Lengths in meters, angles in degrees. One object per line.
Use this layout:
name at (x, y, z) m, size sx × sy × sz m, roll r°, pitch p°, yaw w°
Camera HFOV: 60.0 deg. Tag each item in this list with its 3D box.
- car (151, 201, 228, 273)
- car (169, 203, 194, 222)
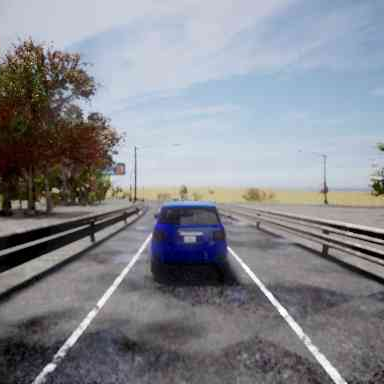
car at (-0.127, 1.320, 11.214) m, size 2.150 × 2.045 × 5.566 m, roll 0°, pitch 0°, yaw -2°
car at (-1.050, 1.815, 30.214) m, size 2.033 × 1.411 × 5.357 m, roll 0°, pitch -1°, yaw -4°
